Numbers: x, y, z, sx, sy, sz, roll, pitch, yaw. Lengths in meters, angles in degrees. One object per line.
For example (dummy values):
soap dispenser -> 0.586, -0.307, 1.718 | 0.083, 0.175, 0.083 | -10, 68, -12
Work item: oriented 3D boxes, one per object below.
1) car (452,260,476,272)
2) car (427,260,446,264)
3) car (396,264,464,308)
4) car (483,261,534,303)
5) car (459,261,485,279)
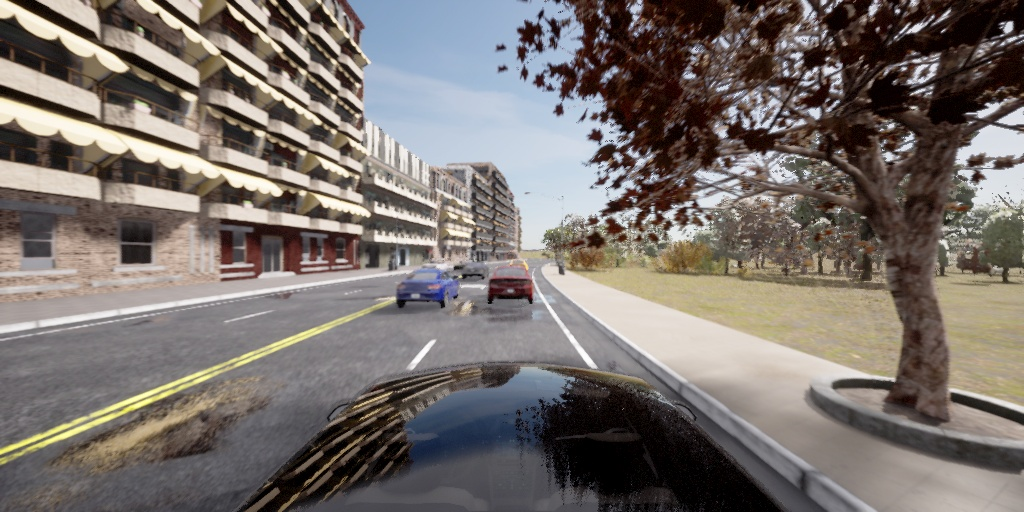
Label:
car -> -5.683, 1.204, 42.955 | 1.895, 1.301, 4.718 | 0, 0, 4
car -> -8.995, 1.184, 42.233 | 1.895, 1.301, 4.718 | 0, 0, 4
car -> -3.313, 1.209, 14.681 | 1.812, 1.442, 4.674 | 0, 0, 1
car -> -0.048, 1.176, 16.269 | 1.882, 1.535, 5.008 | 0, 0, 0
car -> -2.971, 1.195, 30.454 | 2.033, 1.411, 5.357 | 0, 0, 3
